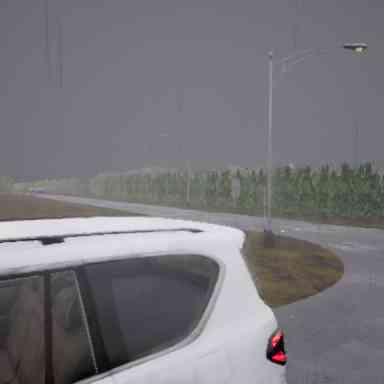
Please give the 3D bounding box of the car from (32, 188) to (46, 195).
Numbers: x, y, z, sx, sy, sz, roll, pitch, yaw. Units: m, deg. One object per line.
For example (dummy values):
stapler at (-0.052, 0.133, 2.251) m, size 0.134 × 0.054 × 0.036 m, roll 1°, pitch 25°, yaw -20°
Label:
car at (-37.767, -0.160, 82.938) m, size 1.882 × 1.535 × 5.008 m, roll 0°, pitch 1°, yaw -35°

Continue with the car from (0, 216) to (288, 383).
car at (-1.892, 1.230, 1.598) m, size 5.566 × 2.045 × 2.150 m, roll 0°, pitch 0°, yaw -36°
